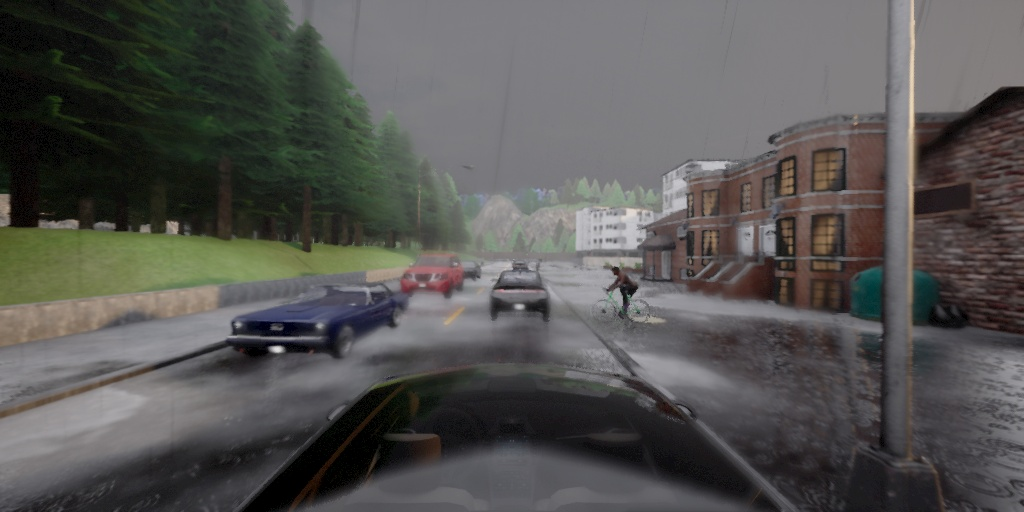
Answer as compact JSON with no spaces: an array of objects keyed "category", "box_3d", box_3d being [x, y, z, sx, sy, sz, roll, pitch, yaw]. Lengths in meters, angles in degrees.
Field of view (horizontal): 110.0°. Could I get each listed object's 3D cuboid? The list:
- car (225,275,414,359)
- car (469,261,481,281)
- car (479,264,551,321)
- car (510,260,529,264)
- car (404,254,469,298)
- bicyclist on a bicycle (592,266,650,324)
[{"category":"car","box_3d":[-3.993,1.293,8.362,1.895,1.301,4.718,1,0,1]},{"category":"car","box_3d":[-3.547,1.134,28.603,1.882,1.535,5.008,1,0,1]},{"category":"car","box_3d":[0.281,1.223,12.496,2.128,1.511,4.902,1,0,1]},{"category":"car","box_3d":[0.906,1.185,41.756,1.837,1.490,4.892,1,1,1]},{"category":"car","box_3d":[-3.779,0.896,18.155,2.150,2.045,5.566,1,0,1]},{"category":"bicyclist on a bicycle","box_3d":[3.089,1.114,10.158,1.656,1.620,0.582,0,0,1]}]
